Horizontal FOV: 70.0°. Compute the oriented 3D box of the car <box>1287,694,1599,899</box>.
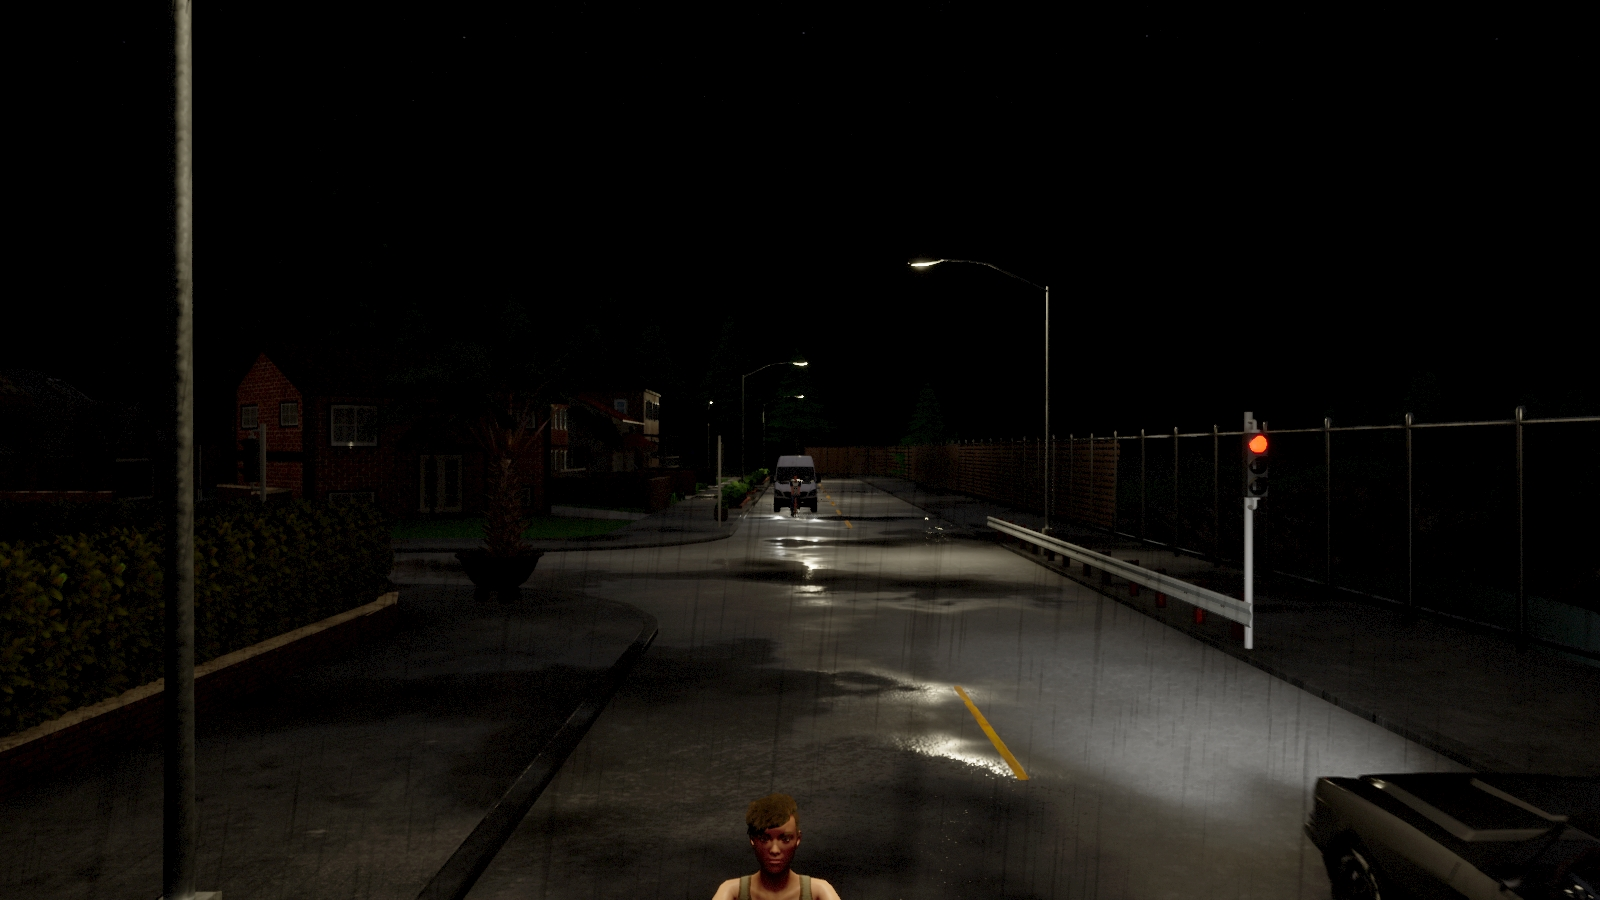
[{"bbox_3d":[3.962,2.156,4.694,1.895,1.301,4.718,0,0,0],"label":"car"}]

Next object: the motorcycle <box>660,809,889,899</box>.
[{"bbox_3d":[-0.084,2.156,3.590,0.764,1.307,2.356,0,0,-1],"label":"motorcycle"}]
